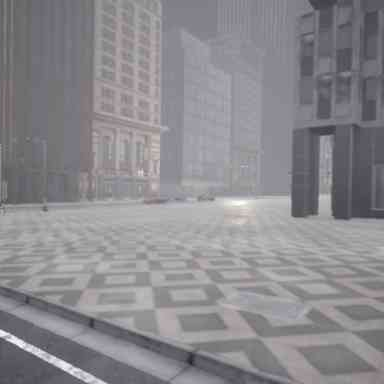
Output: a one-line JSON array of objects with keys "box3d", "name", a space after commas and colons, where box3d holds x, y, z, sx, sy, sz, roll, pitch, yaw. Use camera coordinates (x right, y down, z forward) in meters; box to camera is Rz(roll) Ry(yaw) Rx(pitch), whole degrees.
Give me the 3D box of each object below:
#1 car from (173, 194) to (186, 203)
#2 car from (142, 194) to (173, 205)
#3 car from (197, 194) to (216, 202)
[{"box3d": [-3.015, 1.134, 61.390, 2.128, 1.511, 4.902, 1, 1, 35], "name": "car"}, {"box3d": [-5.649, 1.340, 52.456, 1.895, 1.301, 4.718, 1, 1, 36], "name": "car"}, {"box3d": [2.801, 1.185, 64.421, 1.837, 1.490, 4.892, 1, 1, 35], "name": "car"}]
